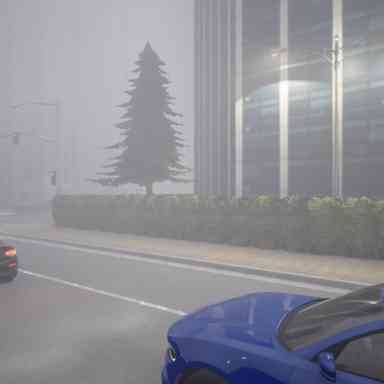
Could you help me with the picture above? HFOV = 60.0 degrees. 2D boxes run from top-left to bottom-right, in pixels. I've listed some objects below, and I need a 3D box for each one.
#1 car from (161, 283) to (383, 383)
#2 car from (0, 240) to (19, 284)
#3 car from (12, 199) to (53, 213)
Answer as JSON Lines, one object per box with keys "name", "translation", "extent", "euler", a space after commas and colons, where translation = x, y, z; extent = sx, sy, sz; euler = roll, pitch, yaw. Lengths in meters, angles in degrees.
{"name": "car", "translation": [1.994, 1.478, 2.571], "extent": [5.008, 1.535, 1.882], "euler": [0, 0, 36]}
{"name": "car", "translation": [-6.134, 1.526, 8.321], "extent": [4.674, 1.442, 1.812], "euler": [0, 0, 36]}
{"name": "car", "translation": [-17.157, 1.547, 37.407], "extent": [2.033, 1.411, 5.357], "euler": [0, 0, 36]}
